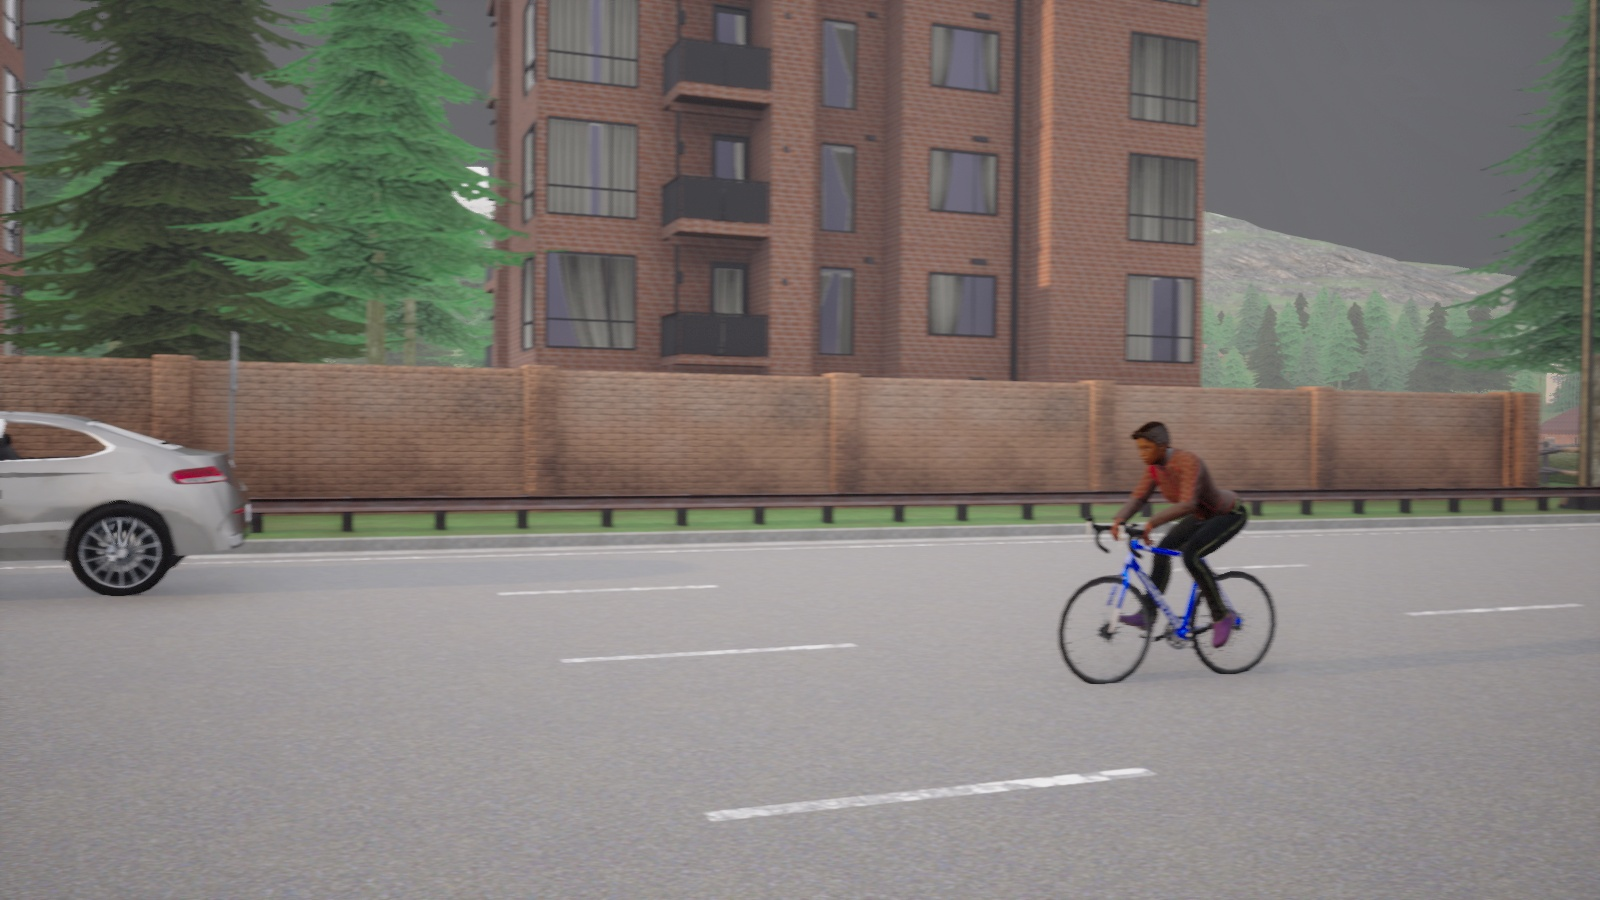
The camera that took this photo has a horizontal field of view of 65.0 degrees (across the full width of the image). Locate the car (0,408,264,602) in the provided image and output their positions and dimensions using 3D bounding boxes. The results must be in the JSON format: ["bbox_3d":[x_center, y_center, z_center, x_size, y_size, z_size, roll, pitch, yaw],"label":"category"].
[{"bbox_3d":[-7.715,0.472,11.538,5.027,1.651,2.152,-1,1,-21],"label":"car"}]

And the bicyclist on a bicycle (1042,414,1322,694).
[{"bbox_3d":[2.406,0.596,7.896,1.656,1.620,0.582,-1,1,-21],"label":"bicyclist on a bicycle"}]
